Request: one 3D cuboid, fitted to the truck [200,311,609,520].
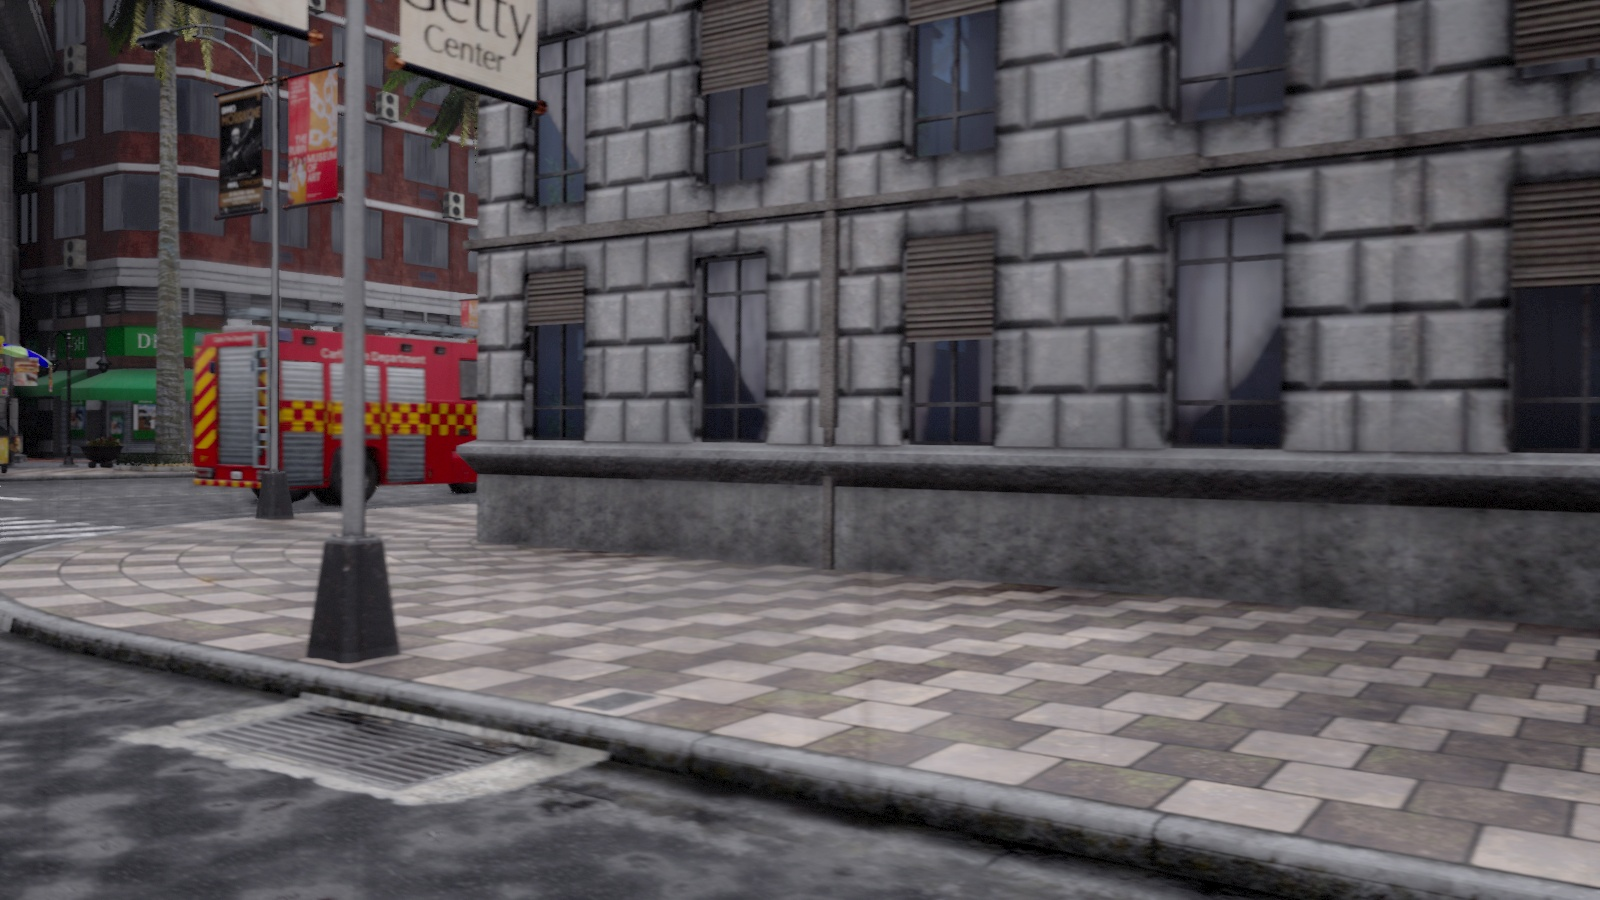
[{"bbox_3d":[-8.173,-0.700,27.350,2.891,3.827,8.468,0,1,34],"label":"truck"}]
